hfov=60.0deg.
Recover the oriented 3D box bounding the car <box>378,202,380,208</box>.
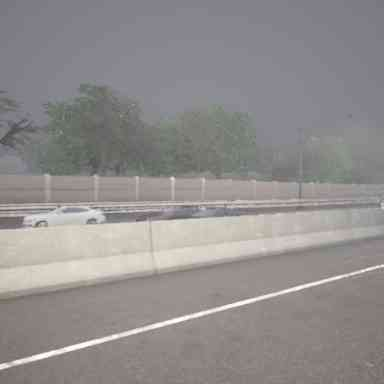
[{"bbox_3d":[26.520,1.511,44.069,4.902,1.511,2.128,0,0,-35],"label":"car"}]

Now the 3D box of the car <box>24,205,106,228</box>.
[{"bbox_3d":[-7.563,1.526,20.082,4.674,1.442,1.812,0,0,-35],"label":"car"}]

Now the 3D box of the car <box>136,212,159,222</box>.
[{"bbox_3d":[-0.777,1.550,20.609,5.357,1.411,2.033,0,0,-35],"label":"car"}]

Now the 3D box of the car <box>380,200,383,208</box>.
[{"bbox_3d":[7.800,1.225,9.284,5.566,2.045,2.150,0,0,-35],"label":"car"}]

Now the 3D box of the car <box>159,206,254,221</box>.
[{"bbox_3d":[1.233,1.550,17.742,5.357,1.411,2.033,0,0,-35],"label":"car"}]
